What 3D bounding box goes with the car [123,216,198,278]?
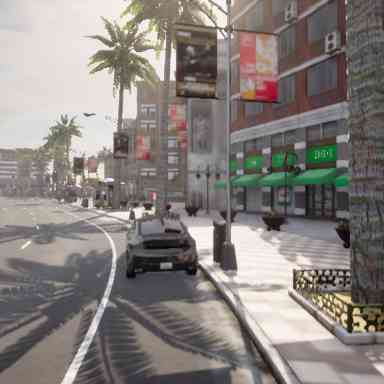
[{"bbox_3d":[-1.087,1.492,10.197,1.837,1.490,4.892,0,0,-11],"label":"car"}]
